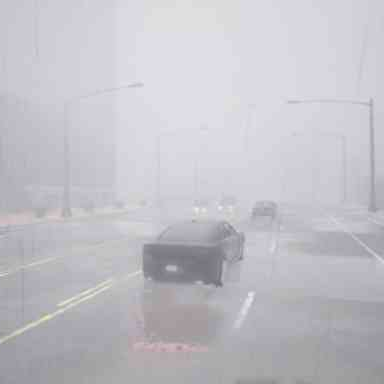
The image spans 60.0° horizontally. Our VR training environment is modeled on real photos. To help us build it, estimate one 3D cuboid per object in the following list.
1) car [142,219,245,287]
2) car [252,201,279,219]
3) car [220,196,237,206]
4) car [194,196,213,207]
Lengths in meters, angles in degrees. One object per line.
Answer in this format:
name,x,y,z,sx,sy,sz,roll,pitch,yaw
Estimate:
car,0.313,1.501,9.626,1.882,1.535,5.008,-1,0,18
car,6.171,1.422,27.880,2.033,1.411,5.357,-1,0,18
car,5.387,1.311,48.679,1.837,1.490,4.892,-1,0,18
car,1.778,1.332,48.914,2.128,1.511,4.902,-1,0,18
